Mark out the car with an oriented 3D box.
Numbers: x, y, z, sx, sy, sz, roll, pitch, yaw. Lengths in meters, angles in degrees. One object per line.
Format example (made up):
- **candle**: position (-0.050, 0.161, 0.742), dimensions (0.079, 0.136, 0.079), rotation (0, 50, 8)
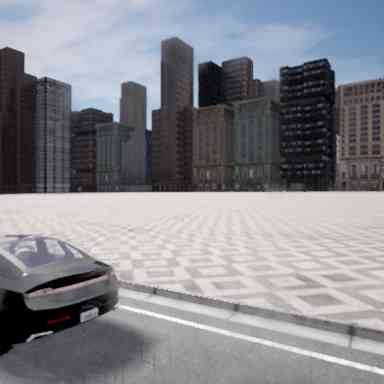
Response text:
- **car**: position (-3.482, 1.539, 6.030), dimensions (4.902, 1.511, 2.128), rotation (0, 0, 33)
